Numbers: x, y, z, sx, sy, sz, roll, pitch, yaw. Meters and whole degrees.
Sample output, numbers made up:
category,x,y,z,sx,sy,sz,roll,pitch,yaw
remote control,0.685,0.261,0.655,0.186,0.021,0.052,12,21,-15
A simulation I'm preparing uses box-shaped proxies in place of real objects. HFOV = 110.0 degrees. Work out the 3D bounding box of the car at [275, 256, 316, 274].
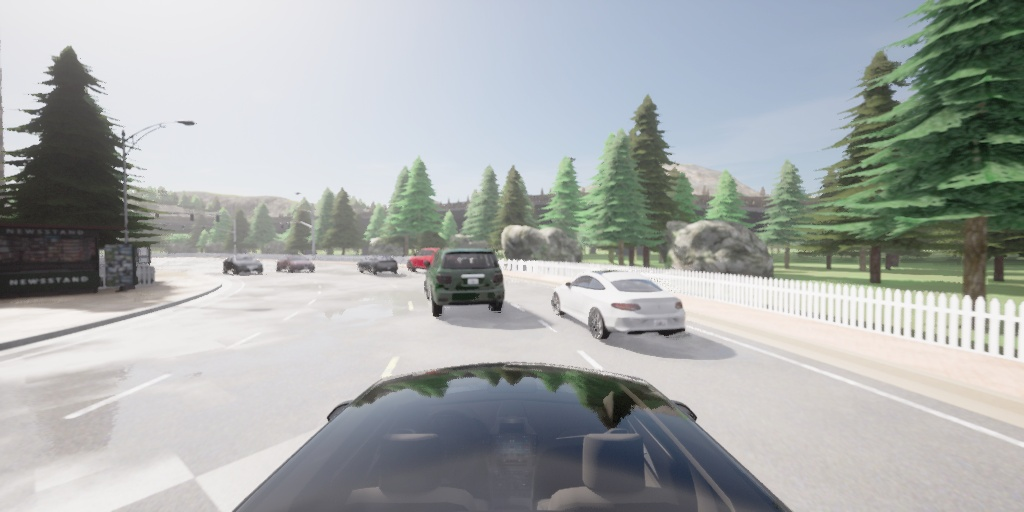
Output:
category,x,y,z,sx,sy,sz,roll,pitch,yaw
car,-18.833,0.687,31.077,4.674,1.442,1.812,1,2,39

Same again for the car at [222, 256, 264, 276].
category,x,y,z,sx,sy,sz,roll,pitch,yaw
car,-21.696,0.717,28.878,4.902,1.511,2.128,1,2,39

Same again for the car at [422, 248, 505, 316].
category,x,y,z,sx,sy,sz,roll,pitch,yaw
car,-1.828,0.732,12.563,2.150,2.045,5.566,0,2,-16

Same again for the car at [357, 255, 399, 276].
category,x,y,z,sx,sy,sz,roll,pitch,yaw
car,-10.651,0.678,28.301,2.128,1.511,4.902,-1,2,-41

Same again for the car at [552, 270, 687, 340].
category,x,y,z,sx,sy,sz,roll,pitch,yaw
car,2.481,1.089,9.293,1.812,1.442,4.674,0,2,-11

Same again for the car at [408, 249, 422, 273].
category,x,y,z,sx,sy,sz,roll,pitch,yaw
car,-6.445,0.377,28.813,2.150,2.045,5.566,-1,2,-38
